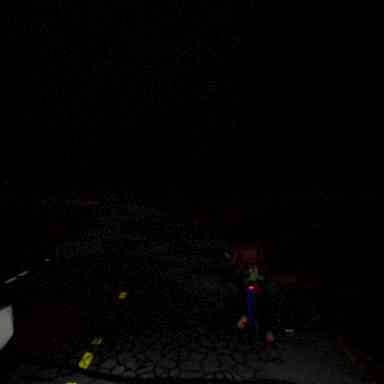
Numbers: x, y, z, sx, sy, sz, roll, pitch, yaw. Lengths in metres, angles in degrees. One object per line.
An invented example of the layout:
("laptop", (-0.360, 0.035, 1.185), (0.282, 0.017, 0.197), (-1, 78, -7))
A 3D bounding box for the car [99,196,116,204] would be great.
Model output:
("car", (-15.205, 1.366, 59.779), (2.033, 1.411, 5.357), (-1, 1, -29))

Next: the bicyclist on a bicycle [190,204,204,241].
("bicyclist on a bicycle", (0.178, 1.402, 15.394), (0.582, 1.620, 1.656), (0, 0, -4))

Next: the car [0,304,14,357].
("car", (-3.110, 1.600, 1.853), (1.895, 1.301, 4.718), (0, 0, 0))

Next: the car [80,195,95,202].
("car", (-22.203, 1.333, 70.681), (1.812, 1.442, 4.674), (-1, 1, -37))

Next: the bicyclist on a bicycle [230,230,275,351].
("bicyclist on a bicycle", (0.887, 1.437, 5.229), (0.582, 1.620, 1.656), (0, 0, 1))
